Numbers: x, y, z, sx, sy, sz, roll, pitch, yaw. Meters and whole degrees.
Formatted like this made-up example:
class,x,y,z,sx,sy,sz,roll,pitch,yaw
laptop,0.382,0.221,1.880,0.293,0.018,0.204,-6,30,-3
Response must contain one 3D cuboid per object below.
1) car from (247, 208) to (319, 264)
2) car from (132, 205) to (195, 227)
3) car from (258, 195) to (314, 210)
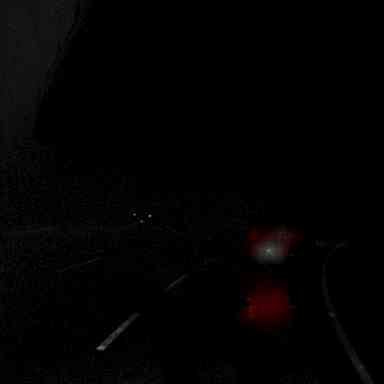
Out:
class,x,y,z,sx,sy,sz,roll,pitch,yaw
car,3.427,1.545,12.230,1.837,1.490,4.892,-1,0,26
car,-1.905,1.617,23.454,1.895,1.301,4.718,0,0,39
car,8.196,1.305,28.593,5.566,2.045,2.150,1,0,-36
